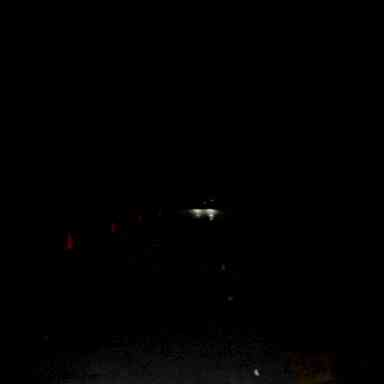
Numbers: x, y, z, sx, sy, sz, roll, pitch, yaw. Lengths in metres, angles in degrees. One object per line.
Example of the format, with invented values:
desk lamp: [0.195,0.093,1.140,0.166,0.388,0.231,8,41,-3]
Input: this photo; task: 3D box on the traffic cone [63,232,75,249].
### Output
traffic cone: [-4.638,1.828,12.607,0.340,0.580,0.340,0,0,4]

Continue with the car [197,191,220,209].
car: [2.171,0.945,41.900,2.150,2.045,5.566,1,0,14]

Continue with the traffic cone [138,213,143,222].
traffic cone: [-3.537,1.753,22.765,0.340,0.580,0.340,1,1,8]

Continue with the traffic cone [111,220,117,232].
traffic cone: [-4.187,1.790,17.697,0.340,0.580,0.340,1,0,6]
